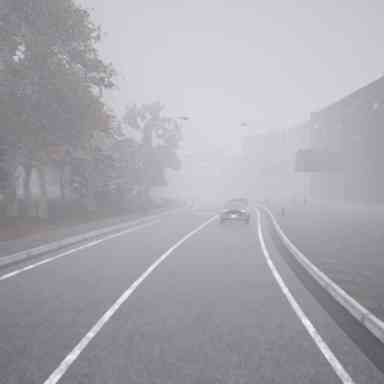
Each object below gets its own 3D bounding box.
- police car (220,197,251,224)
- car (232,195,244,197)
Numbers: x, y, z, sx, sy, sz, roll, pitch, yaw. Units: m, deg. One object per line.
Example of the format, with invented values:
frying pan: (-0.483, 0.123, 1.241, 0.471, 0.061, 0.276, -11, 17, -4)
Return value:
police car: (3.172, 1.379, 23.933, 2.038, 1.542, 4.974, 1, 1, 11)
car: (5.814, 1.080, 42.212, 1.882, 1.535, 5.008, 1, 1, 4)
